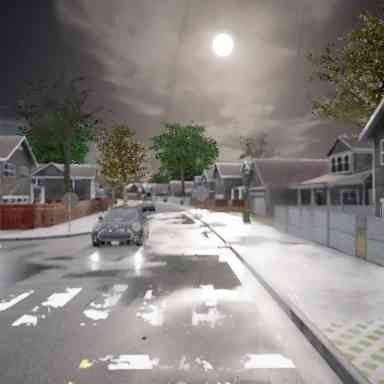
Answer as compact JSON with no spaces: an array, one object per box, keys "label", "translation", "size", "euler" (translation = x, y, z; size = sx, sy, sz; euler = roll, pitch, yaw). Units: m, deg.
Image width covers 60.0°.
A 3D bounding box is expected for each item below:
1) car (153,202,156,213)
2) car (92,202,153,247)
[{"label":"car","translation":[-5.336,1.860,40.682],"size":[1.895,1.301,4.718],"euler":[0,0,-7]},{"label":"car","translation":[-3.169,1.455,15.504],"size":[2.097,1.767,4.553],"euler":[0,0,-3]}]
